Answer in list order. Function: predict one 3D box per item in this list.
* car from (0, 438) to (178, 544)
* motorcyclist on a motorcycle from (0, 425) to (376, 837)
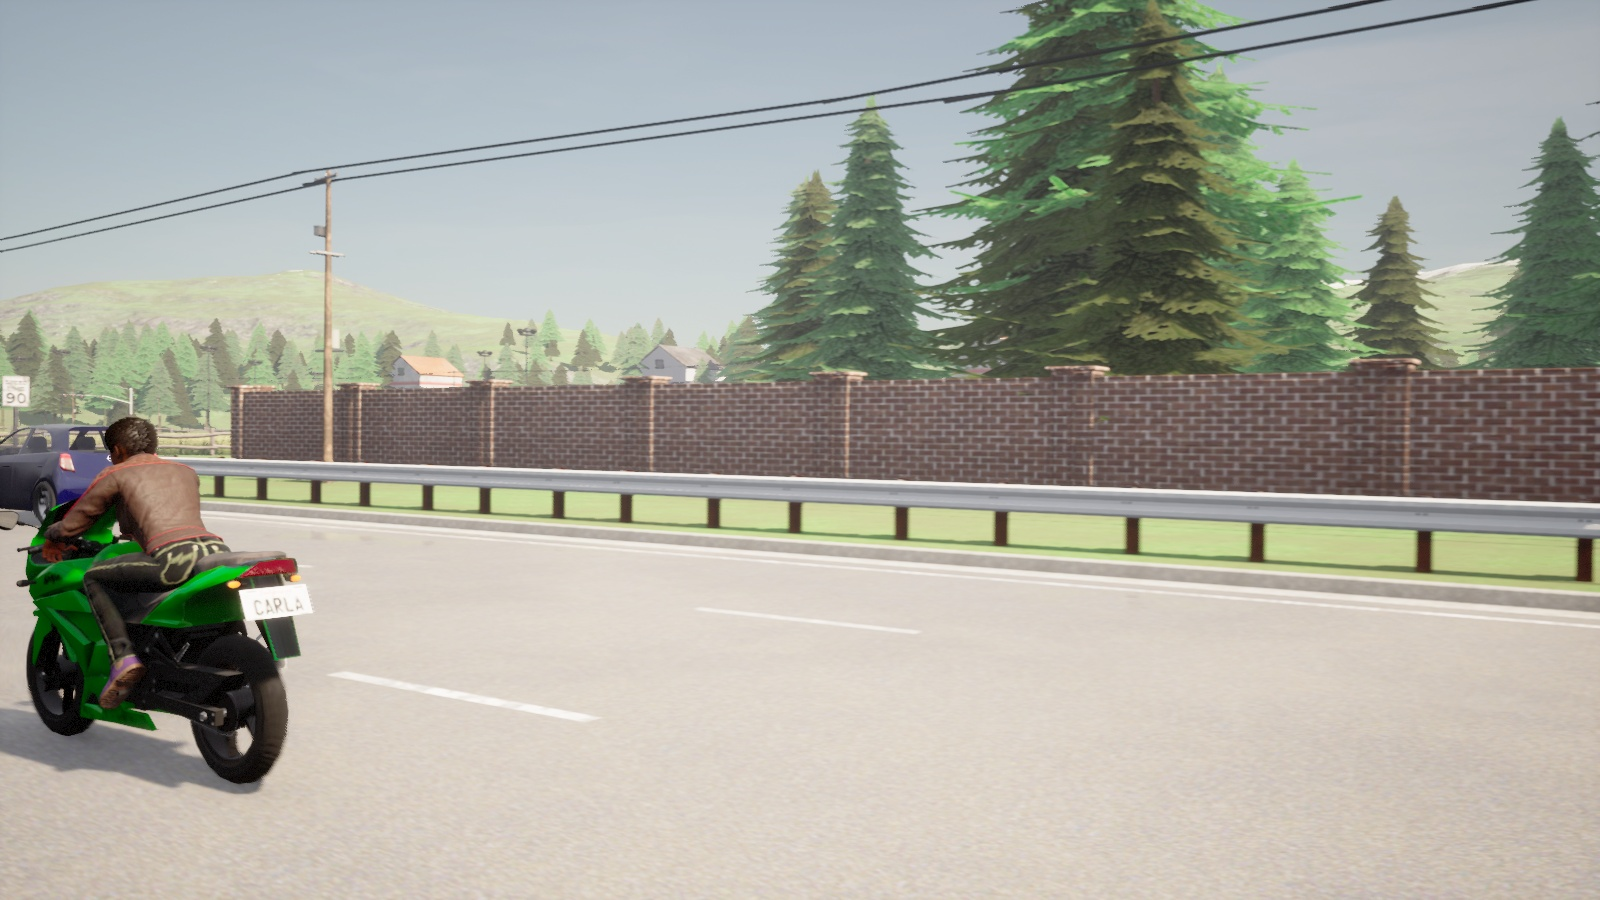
[{"bbox_3d":[-11.739,0.581,19.825,3.633,1.501,1.845,0,1,34],"label":"car"},{"bbox_3d":[-2.869,0.664,5.529,2.044,1.523,0.797,0,1,34],"label":"motorcyclist on a motorcycle"}]
